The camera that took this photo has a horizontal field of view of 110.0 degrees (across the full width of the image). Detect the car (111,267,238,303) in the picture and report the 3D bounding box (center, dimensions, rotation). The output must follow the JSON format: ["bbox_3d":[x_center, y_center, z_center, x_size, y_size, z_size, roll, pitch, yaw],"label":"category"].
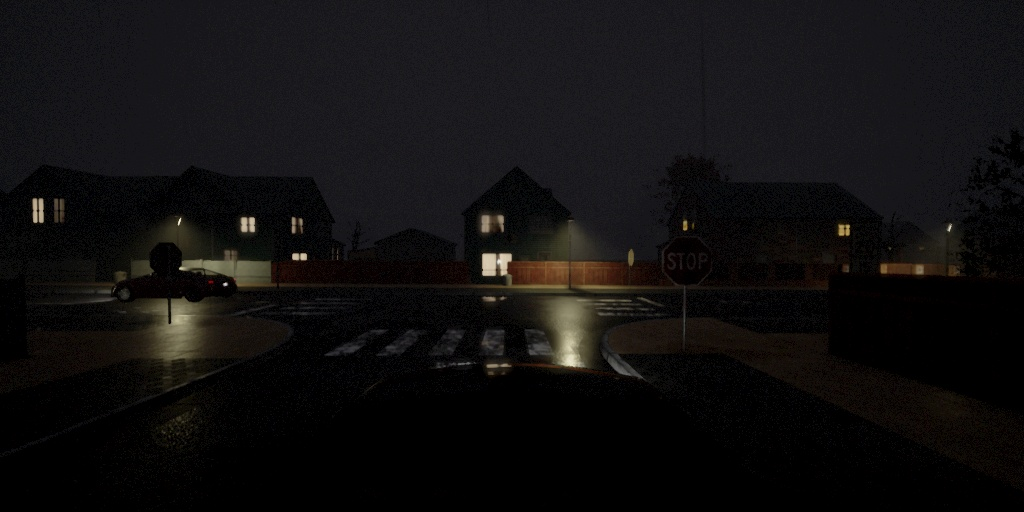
[{"bbox_3d":[-14.364,1.182,15.415,4.181,1.385,1.994,0,1,-1],"label":"car"}]
